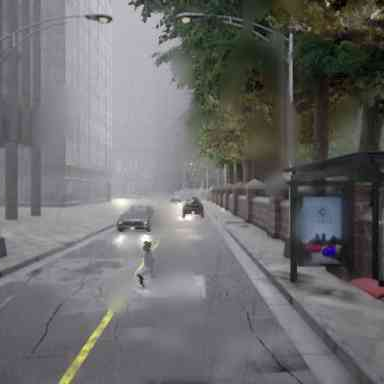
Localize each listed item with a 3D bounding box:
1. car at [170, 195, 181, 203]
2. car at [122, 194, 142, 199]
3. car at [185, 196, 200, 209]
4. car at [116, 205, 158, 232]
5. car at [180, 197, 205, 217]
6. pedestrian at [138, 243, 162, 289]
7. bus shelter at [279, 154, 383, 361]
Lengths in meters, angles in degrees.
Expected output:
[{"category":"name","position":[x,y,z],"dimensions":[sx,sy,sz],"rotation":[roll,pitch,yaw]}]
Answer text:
[{"category":"car","position":[-3.035,1.371,62.836],"dimensions":[1.812,1.442,4.674],"rotation":[0,0,1]},{"category":"car","position":[-14.912,1.182,82.987],"dimensions":[4.829,1.417,1.752],"rotation":[1,0,0]},{"category":"car","position":[0.101,1.377,44.938],"dimensions":[1.882,1.535,5.008],"rotation":[0,0,0]},{"category":"car","position":[-3.096,1.506,19.915],"dimensions":[2.033,1.411,5.357],"rotation":[0,0,0]},{"category":"car","position":[0.099,1.445,30.368],"dimensions":[1.837,1.490,4.892],"rotation":[0,1,0]},{"category":"pedestrian","position":[-0.988,1.278,7.800],"dimensions":[0.375,1.860,0.375],"rotation":[0,0,-15]},{"category":"bus shelter","position":[3.138,0.861,6.338],"dimensions":[1.920,2.740,3.880],"rotation":[0,0,0]}]
